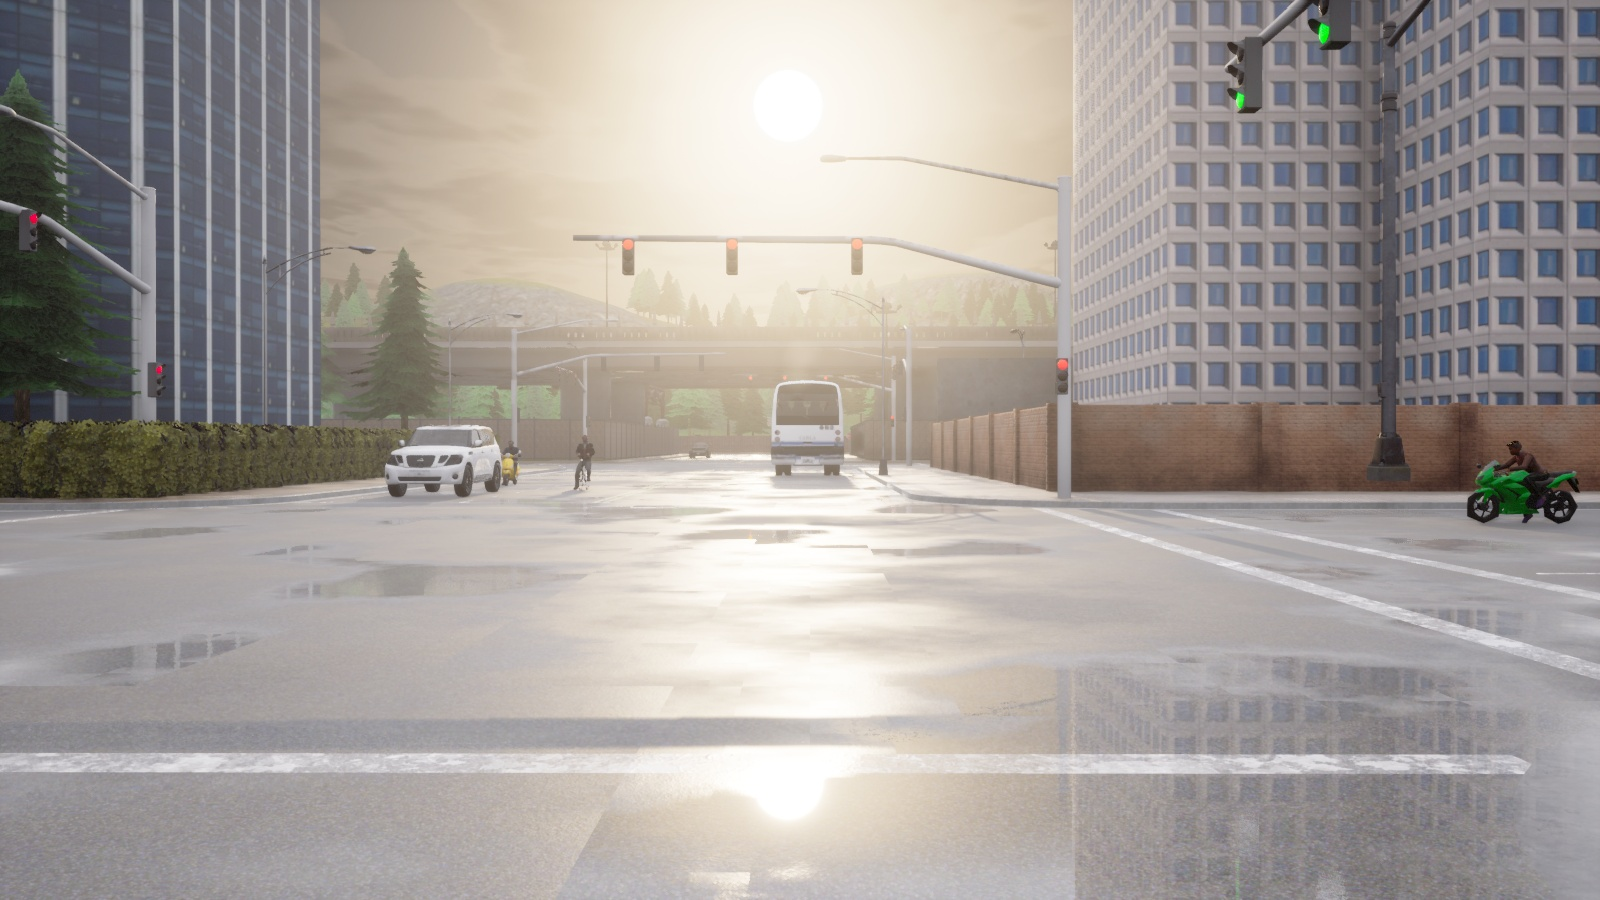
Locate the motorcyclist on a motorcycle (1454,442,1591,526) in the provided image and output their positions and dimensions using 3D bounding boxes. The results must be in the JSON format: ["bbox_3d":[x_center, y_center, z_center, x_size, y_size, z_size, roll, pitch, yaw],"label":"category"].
[{"bbox_3d":[13.195,0.610,22.974,2.044,1.523,0.797,0,0,1],"label":"motorcyclist on a motorcycle"}]

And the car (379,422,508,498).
[{"bbox_3d":[-10.274,0.250,36.693,2.150,2.045,5.566,0,0,0],"label":"car"}]

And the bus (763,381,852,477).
[{"bbox_3d":[0.368,-0.972,60.677,3.944,4.253,10.273,0,0,0],"label":"bus"}]

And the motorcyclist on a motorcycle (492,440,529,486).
[{"bbox_3d":[-10.227,0.441,44.414,0.866,1.590,1.817,0,0,0],"label":"motorcyclist on a motorcycle"}]
